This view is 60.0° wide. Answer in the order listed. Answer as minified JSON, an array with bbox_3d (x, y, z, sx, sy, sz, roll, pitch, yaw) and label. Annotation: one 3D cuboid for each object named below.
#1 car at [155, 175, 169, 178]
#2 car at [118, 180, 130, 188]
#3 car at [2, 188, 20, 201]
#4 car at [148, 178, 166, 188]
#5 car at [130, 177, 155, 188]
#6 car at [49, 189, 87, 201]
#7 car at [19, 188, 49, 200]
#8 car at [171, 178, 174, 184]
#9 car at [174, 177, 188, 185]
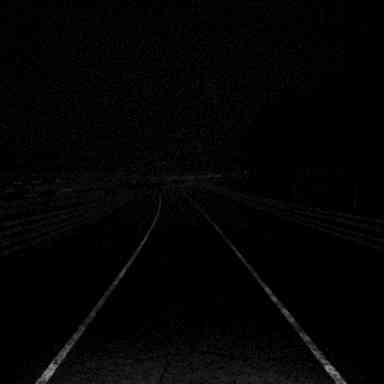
[{"bbox_3d":[-8.679,-3.024,89.101,2.097,1.767,4.553,1,4,14],"label":"car"},{"bbox_3d":[-13.583,-1.783,69.706,2.097,1.767,4.553,1,4,14],"label":"car"},{"bbox_3d":[-20.929,0.261,40.666,1.812,1.442,4.674,1,4,14],"label":"car"},{"bbox_3d":[-6.784,-1.574,68.049,1.837,1.490,4.892,1,4,14],"label":"car"},{"bbox_3d":[-10.170,-1.893,68.921,2.150,2.045,5.566,1,4,14],"label":"car"},{"bbox_3d":[-14.141,0.327,38.953,1.812,1.442,4.674,1,4,14],"label":"car"},{"bbox_3d":[-17.535,0.315,39.809,2.033,1.411,5.357,1,4,14],"label":"car"},{"bbox_3d":[-4.295,-3.119,92.169,1.882,1.535,5.008,1,4,14],"label":"car"},{"bbox_3d":[-2.373,-2.666,85.496,2.128,1.511,4.902,1,4,14],"label":"car"}]
